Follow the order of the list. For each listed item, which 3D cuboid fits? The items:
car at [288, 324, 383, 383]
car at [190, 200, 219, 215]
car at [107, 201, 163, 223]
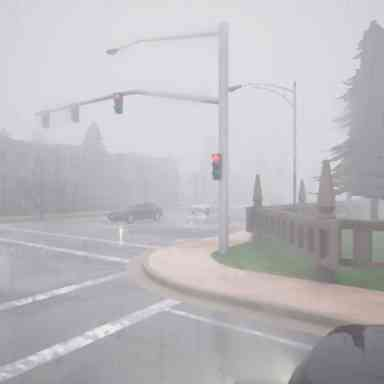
[{"bbox_3d":[3.199,1.549,1.639,5.357,1.411,2.033,0,0,38],"label":"car"},{"bbox_3d":[1.751,1.514,33.744,1.812,1.442,4.674,0,0,36],"label":"car"},{"bbox_3d":[-4.231,1.494,25.375,1.837,1.490,4.892,0,0,35],"label":"car"}]
